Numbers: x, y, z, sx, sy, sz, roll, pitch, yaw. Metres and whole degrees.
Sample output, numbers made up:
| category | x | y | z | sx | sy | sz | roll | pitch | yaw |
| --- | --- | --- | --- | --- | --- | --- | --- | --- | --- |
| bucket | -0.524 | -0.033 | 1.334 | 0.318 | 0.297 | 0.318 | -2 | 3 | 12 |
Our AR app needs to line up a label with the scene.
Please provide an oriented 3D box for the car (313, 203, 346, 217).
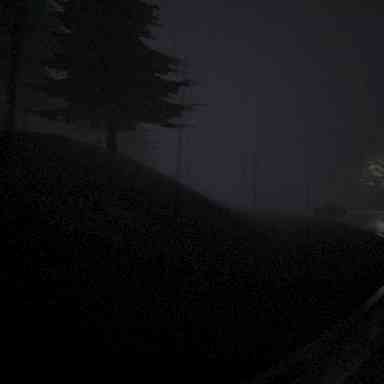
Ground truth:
| category | x | y | z | sx | sy | sz | roll | pitch | yaw |
| --- | --- | --- | --- | --- | --- | --- | --- | --- | --- |
| car | 15.480 | 2.014 | 37.641 | 1.882 | 1.535 | 5.008 | 0 | -1 | -4 |
